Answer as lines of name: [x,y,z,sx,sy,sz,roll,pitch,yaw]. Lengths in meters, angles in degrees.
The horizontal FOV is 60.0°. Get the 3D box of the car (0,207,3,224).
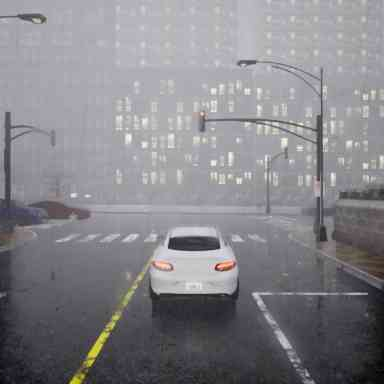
car: [-5.376,1.315,4.920,2.192,1.841,5.009,0,0,0]

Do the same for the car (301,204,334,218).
car: [12.920,1.786,31.642,4.718,1.301,1.895,1,0,-1]

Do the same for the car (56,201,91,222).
car: [-10.046,1.365,24.524,5.008,1.535,1.882,1,0,-1]

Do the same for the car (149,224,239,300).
car: [0.056,1.525,8.281,1.812,1.442,4.674,0,0,0]

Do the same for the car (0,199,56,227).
car: [-11.462,1.215,20.921,4.553,1.767,2.097,1,0,3]
